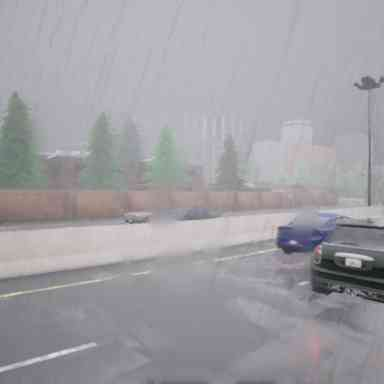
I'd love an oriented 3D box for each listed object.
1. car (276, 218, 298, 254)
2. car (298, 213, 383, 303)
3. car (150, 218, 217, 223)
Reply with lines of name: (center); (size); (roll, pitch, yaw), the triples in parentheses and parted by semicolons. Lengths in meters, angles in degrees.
car: (5.252, 1.555, 12.863); (5.008, 1.535, 1.882); (0, 0, -42)
car: (4.749, 1.400, 7.800); (4.553, 1.767, 2.097); (0, -1, -40)
car: (-0.259, 1.676, 22.281); (5.357, 1.411, 2.033); (0, 0, -44)
